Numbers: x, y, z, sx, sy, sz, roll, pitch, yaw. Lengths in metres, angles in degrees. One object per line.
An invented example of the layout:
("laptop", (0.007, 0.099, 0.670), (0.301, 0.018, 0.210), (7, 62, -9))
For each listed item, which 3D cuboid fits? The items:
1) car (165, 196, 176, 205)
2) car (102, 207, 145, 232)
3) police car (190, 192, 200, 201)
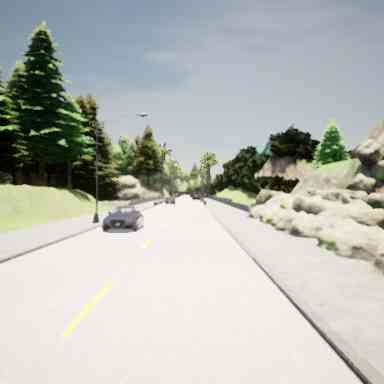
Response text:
("car", (-4.011, 1.592, 61.726), (2.128, 1.511, 4.902), (0, 0, 1))
("car", (-4.094, 1.596, 20.317), (1.994, 1.385, 4.181), (0, 0, 0))
("police car", (1.185, 1.575, 94.566), (1.930, 1.638, 5.238), (0, 0, 0))
